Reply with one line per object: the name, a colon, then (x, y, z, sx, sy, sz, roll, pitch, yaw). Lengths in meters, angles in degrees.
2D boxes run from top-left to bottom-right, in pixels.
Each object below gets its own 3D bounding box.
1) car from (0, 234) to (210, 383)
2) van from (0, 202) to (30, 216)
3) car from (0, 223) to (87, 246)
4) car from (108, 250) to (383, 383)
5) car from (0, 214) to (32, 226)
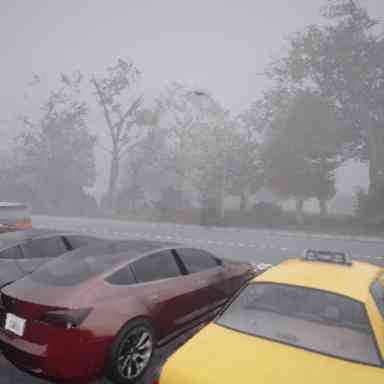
car: (-0.616, 1.527, 5.622, 2.163, 1.488, 4.792, 0, 0, 36)
van: (-7.480, 1.310, 10.343, 1.878, 1.987, 4.442, 0, 0, 36)
car: (-2.875, 1.540, 7.235, 2.163, 1.488, 4.792, 0, 0, 36)
car: (1.735, 1.481, 4.136, 1.946, 1.575, 5.366, 0, 0, 36)
car: (-5.135, 1.552, 8.848, 2.163, 1.488, 4.792, 0, 0, 36)
